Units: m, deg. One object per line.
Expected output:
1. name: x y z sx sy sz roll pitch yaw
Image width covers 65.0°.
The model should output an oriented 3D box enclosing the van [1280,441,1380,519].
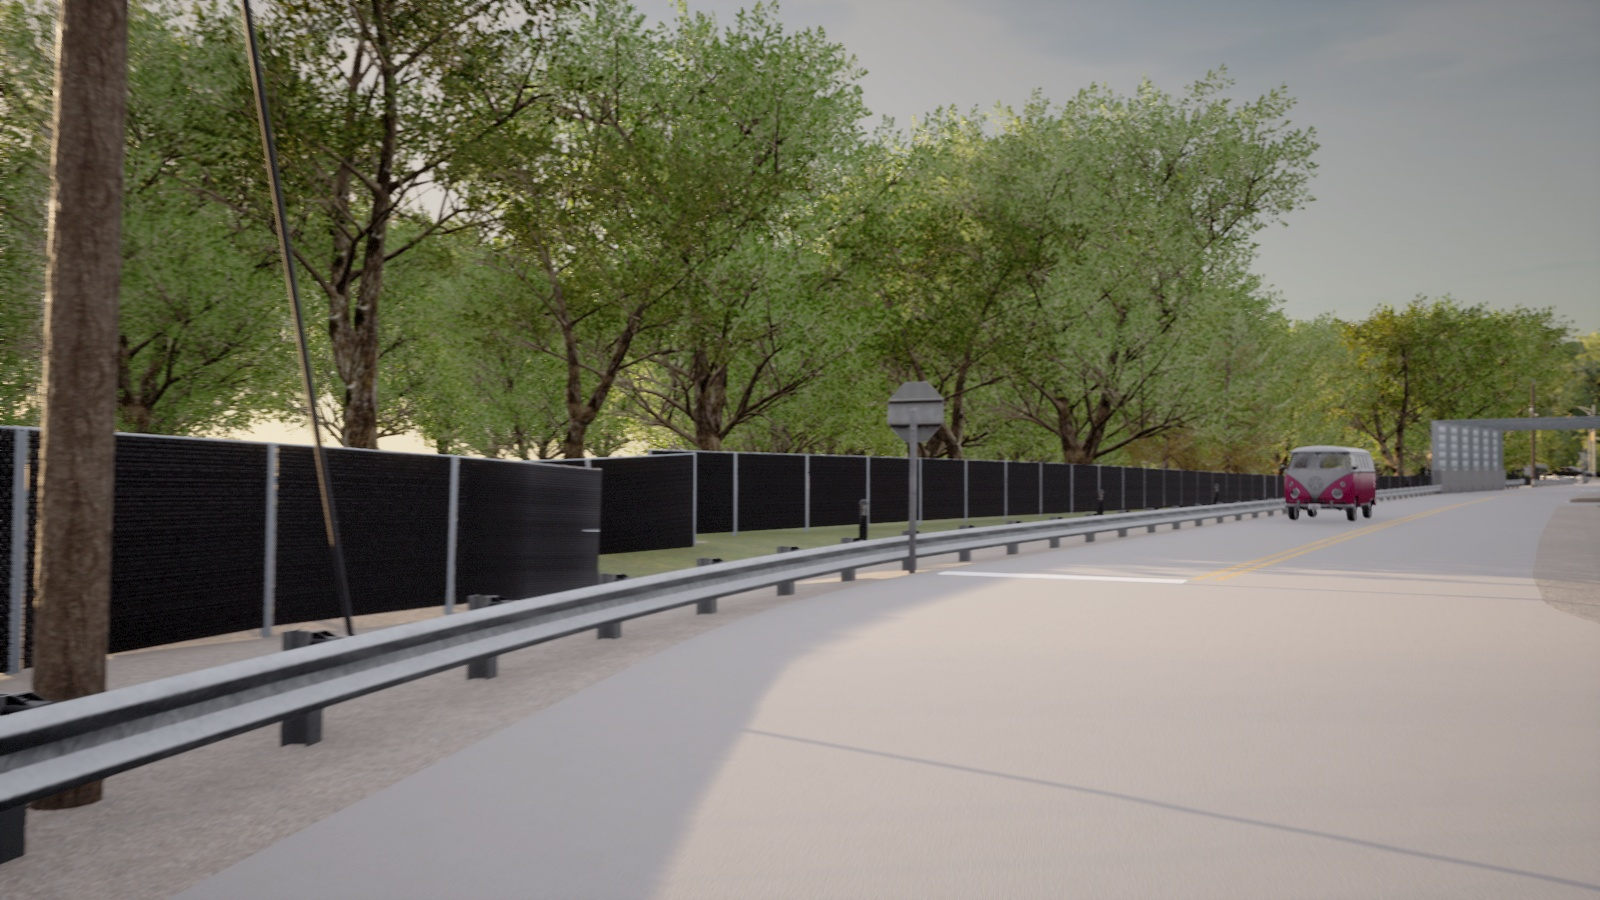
1. van: 14.550 0.801 34.325 1.775 1.987 4.442 -1 -1 33
